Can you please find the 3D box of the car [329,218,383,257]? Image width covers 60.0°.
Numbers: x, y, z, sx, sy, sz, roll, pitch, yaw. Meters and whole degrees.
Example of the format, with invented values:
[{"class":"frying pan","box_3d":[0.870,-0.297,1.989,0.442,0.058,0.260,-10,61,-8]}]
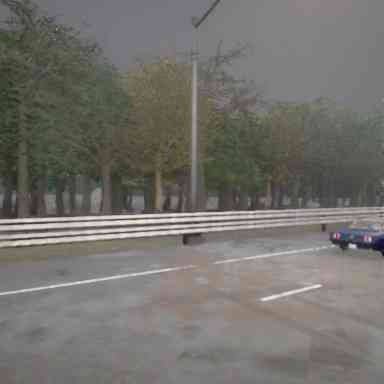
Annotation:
[{"class":"car","box_3d":[7.762,1.723,13.460,4.718,1.301,1.895,1,0,-34]}]
